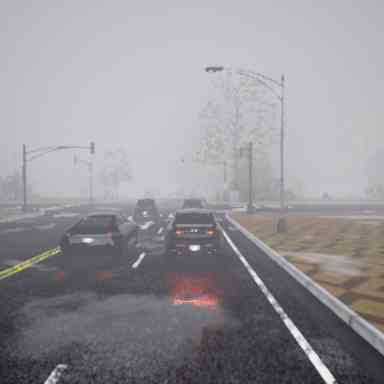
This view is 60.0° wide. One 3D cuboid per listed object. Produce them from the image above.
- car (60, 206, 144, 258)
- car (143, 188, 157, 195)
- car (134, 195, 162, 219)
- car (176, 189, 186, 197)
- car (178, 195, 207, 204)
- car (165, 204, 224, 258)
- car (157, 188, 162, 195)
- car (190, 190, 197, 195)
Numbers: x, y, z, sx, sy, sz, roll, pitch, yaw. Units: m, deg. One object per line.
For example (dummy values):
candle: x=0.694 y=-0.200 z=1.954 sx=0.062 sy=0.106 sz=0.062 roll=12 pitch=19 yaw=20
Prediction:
car: x=-3.177 y=1.422 z=12.161 sx=1.994 sy=1.385 sz=4.181 roll=0 pitch=1 yaw=0
car: x=-9.538 y=0.476 z=73.287 sx=2.097 sy=1.767 sz=4.553 roll=0 pitch=1 yaw=1
car: x=-3.447 y=1.205 z=25.837 sx=1.837 sy=1.490 sz=4.892 roll=0 pitch=1 yaw=-3
car: x=-2.851 y=0.183 z=85.645 sx=2.150 sy=2.045 sz=5.566 roll=0 pitch=1 yaw=1
car: x=0.043 y=1.207 z=25.576 sx=1.837 sy=1.490 sz=4.892 roll=0 pitch=1 yaw=0
car: x=0.074 y=1.362 z=12.005 sx=1.837 sy=1.490 sz=4.892 roll=0 pitch=0 yaw=0
car: x=-9.304 y=0.059 z=88.830 sx=2.150 sy=2.045 sz=5.566 roll=0 pitch=1 yaw=1
car: x=0.403 y=0.478 z=85.953 sx=1.812 sy=1.442 sz=4.674 roll=0 pitch=1 yaw=1
